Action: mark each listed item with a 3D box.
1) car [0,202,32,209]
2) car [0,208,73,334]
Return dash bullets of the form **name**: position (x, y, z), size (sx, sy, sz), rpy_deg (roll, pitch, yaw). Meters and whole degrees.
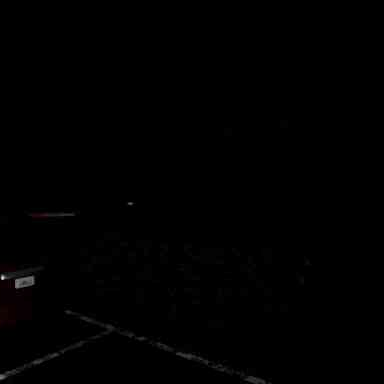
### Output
- **car**: position (-17.483, 1.653, 30.917), size (2.128, 1.511, 4.902), rpy_deg (-1, -1, 37)
- **car**: position (-4.212, 1.316, 5.967), size (5.009, 1.841, 2.192), rpy_deg (0, -1, 36)
